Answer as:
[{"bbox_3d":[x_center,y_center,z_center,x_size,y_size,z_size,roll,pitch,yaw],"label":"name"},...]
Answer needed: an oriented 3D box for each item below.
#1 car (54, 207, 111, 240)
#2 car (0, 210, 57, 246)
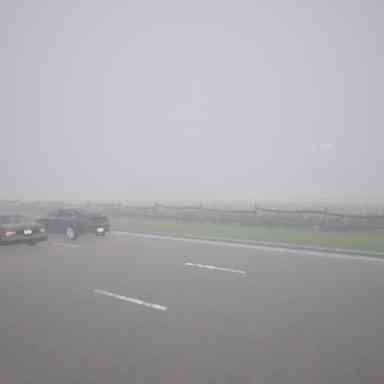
[{"bbox_3d":[-6.236,1.516,16.916,4.892,1.490,1.837,0,0,36],"label":"car"},{"bbox_3d":[-8.269,1.563,14.066,5.357,1.411,2.033,0,0,36],"label":"car"}]
